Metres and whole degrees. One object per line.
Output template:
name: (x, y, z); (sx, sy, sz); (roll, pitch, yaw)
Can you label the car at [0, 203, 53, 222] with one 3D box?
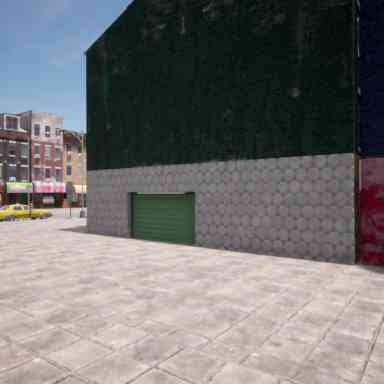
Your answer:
car: (-13.532, 1.581, 26.402); (1.752, 1.417, 4.829); (-1, -1, 36)
